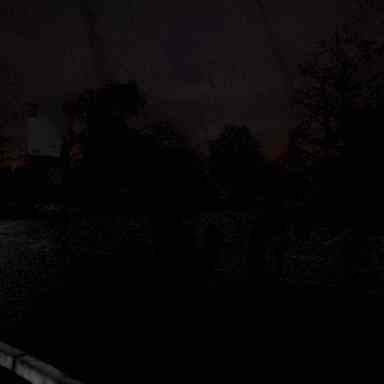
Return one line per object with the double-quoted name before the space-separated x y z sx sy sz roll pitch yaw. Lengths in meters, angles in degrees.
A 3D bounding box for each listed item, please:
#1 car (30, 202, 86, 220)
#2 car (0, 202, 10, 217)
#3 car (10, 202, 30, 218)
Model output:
"car" -12.217 1.764 31.282 2.002 1.452 4.674 -1 0 36
"car" -17.441 1.785 35.017 2.231 1.521 4.892 -1 0 36
"car" -14.773 1.753 33.121 2.097 1.535 5.008 -1 0 36
